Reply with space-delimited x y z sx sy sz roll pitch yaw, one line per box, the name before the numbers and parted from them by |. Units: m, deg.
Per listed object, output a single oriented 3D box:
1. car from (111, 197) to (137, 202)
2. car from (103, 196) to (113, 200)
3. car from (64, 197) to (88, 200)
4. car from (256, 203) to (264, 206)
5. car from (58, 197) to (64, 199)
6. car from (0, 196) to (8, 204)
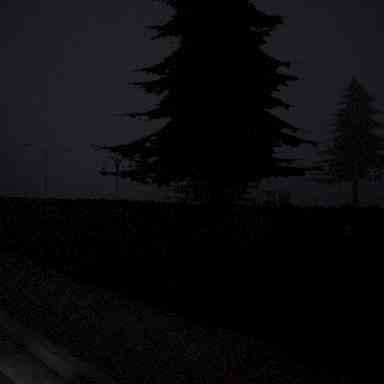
car | -10.500 1.951 53.837 1.970 1.475 3.806 0 -1 45
car | -16.231 1.820 70.202 1.932 1.855 4.605 0 -1 45
car | -27.653 1.934 80.981 2.152 1.636 5.027 0 -1 45
car | 9.439 2.141 44.903 2.033 1.411 5.357 0 -1 44
car | -32.431 2.035 85.277 1.970 1.475 3.806 0 -1 45
car | -42.137 1.677 70.873 1.932 1.855 4.605 0 -1 45
